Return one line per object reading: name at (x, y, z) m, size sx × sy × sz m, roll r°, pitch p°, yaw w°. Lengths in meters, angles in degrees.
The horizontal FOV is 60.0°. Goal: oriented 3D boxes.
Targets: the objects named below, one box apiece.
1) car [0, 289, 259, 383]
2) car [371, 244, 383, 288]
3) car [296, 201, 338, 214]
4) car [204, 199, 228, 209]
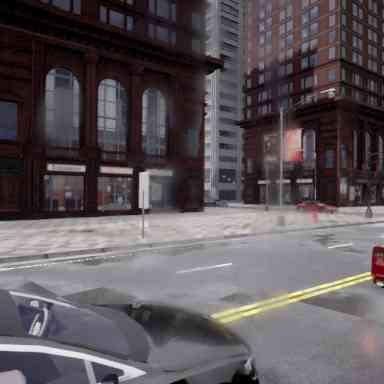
car at (-1.617, 1.492, 2.292) m, size 4.902 × 1.511 × 2.128 m, roll 0°, pitch 0°, yaw -35°
car at (6.209, 1.488, 7.867) m, size 5.008 × 1.535 × 1.882 m, roll 0°, pitch 0°, yaw -35°
car at (13.682, 1.697, 36.606) m, size 1.812 × 1.442 × 4.674 m, roll 1°, pitch -1°, yaw -36°
car at (3.547, 1.776, 50.843) m, size 1.812 × 1.442 × 4.674 m, roll 1°, pitch -1°, yaw -35°
